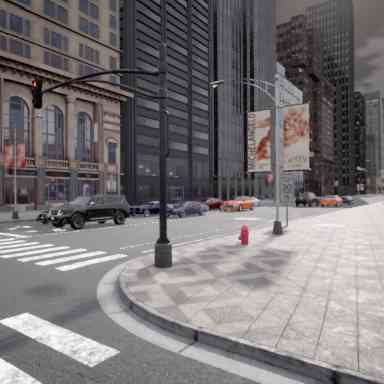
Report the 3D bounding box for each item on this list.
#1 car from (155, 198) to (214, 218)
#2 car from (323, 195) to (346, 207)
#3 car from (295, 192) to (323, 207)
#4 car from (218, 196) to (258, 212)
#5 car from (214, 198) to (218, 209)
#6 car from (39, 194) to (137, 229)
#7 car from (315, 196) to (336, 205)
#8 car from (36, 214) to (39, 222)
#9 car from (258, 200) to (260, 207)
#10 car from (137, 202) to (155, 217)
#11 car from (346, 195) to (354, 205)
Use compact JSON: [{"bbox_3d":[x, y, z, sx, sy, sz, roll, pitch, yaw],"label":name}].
[{"bbox_3d":[-0.558,1.484,29.938,2.033,1.411,5.357,-1,0,35],"label":"car"},{"bbox_3d":[19.914,1.187,47.162,2.097,1.767,4.553,-1,0,36],"label":"car"},{"bbox_3d":[16.776,1.081,48.362,2.150,2.045,5.566,-1,0,36],"label":"car"},{"bbox_3d":[5.359,1.264,38.211,2.097,1.767,4.553,-1,0,36],"label":"car"},{"bbox_3d":[1.928,1.417,39.028,1.882,1.535,5.008,-1,0,36],"label":"car"},{"bbox_3d":[-6.503,1.185,21.587,2.150,2.045,5.566,-1,0,35],"label":"car"},{"bbox_3d":[22.869,1.396,56.918,2.033,1.411,5.357,-1,0,35],"label":"car"},{"bbox_3d":[-8.859,1.549,23.876,1.994,1.385,4.181,-1,0,35],"label":"car"},{"bbox_3d":[8.248,1.443,47.834,1.812,1.442,4.674,-1,0,36],"label":"car"},{"bbox_3d":[-3.786,1.564,31.008,1.895,1.301,4.718,-1,0,35],"label":"car"},{"bbox_3d":[25.299,1.330,54.727,1.837,1.490,4.892,-1,0,35],"label":"car"}]
